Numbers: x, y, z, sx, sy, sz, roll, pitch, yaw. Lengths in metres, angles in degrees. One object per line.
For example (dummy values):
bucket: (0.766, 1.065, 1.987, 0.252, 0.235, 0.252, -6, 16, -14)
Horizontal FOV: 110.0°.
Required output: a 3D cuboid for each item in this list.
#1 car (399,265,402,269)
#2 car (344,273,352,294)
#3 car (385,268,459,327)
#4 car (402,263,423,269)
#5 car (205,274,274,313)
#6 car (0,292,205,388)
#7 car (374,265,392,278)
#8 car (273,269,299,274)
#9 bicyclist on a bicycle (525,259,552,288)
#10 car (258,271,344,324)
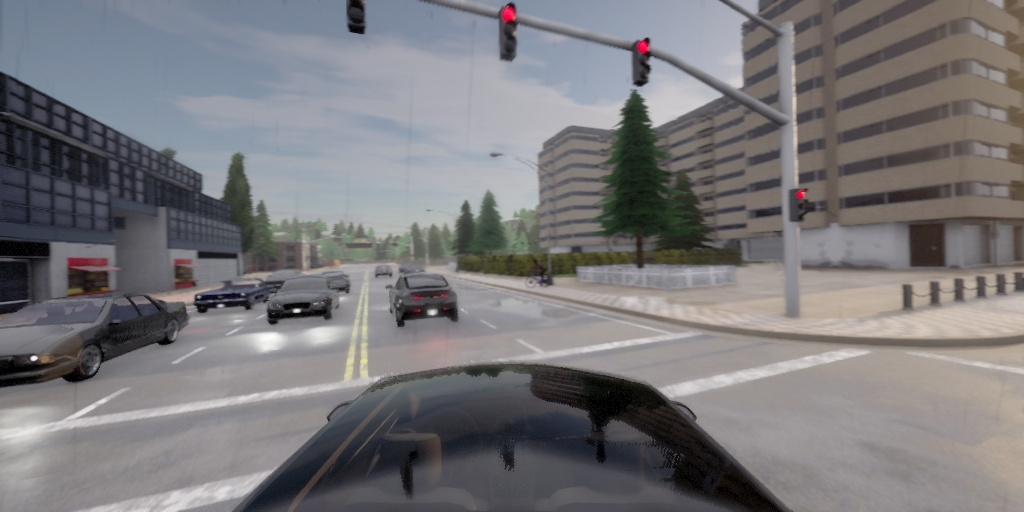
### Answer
car: (-15.285, 1.758, 52.092, 1.994, 1.385, 4.181, -2, 0, -22)
car: (-11.244, 1.646, 22.566, 1.994, 1.385, 4.181, -2, 0, -22)
car: (-3.125, 1.345, 12.247, 1.837, 1.490, 4.892, -2, 0, -22)
car: (-11.581, 1.649, 42.825, 1.994, 1.385, 4.181, -2, 0, -22)
car: (-12.622, 1.727, 16.572, 1.895, 1.301, 4.718, -2, 0, -22)
car: (-9.057, 1.568, 7.668, 2.033, 1.411, 5.357, -2, 0, -22)
car: (-14.781, 1.730, 41.298, 2.033, 1.411, 5.357, -2, 0, -21)
car: (-16.496, 1.717, 26.287, 1.882, 1.535, 5.008, -2, 0, -21)
bicyclist on a bicycle: (1.490, 0.999, 20.246, 1.656, 1.620, 0.582, -2, 0, -22)
car: (-7.578, 1.479, 13.368, 1.837, 1.490, 4.892, -2, 0, -22)
